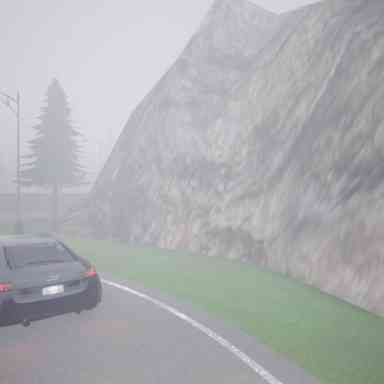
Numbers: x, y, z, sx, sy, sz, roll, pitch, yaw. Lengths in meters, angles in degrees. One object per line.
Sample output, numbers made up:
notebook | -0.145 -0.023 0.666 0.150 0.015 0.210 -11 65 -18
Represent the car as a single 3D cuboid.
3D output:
car | -3.557 1.564 6.946 1.994 1.385 4.181 0 0 -40
